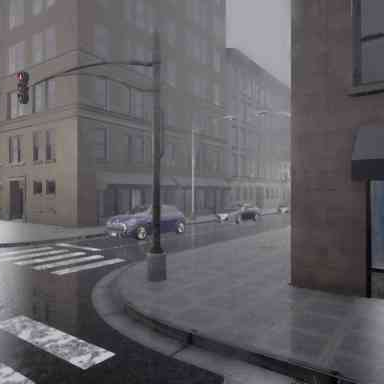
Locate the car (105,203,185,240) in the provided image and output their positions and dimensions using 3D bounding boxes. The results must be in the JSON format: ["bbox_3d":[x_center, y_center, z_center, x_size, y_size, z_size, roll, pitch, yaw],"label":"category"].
[{"bbox_3d":[-2.365,1.432,17.561,2.097,1.767,4.553,0,0,36],"label":"car"}]

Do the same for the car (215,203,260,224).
[{"bbox_3d":[3.652,1.629,25.973,2.128,1.511,4.902,0,0,36],"label":"car"}]

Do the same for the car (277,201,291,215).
[{"bbox_3d":[10.756,1.695,35.946,2.128,1.511,4.902,0,0,36],"label":"car"}]
